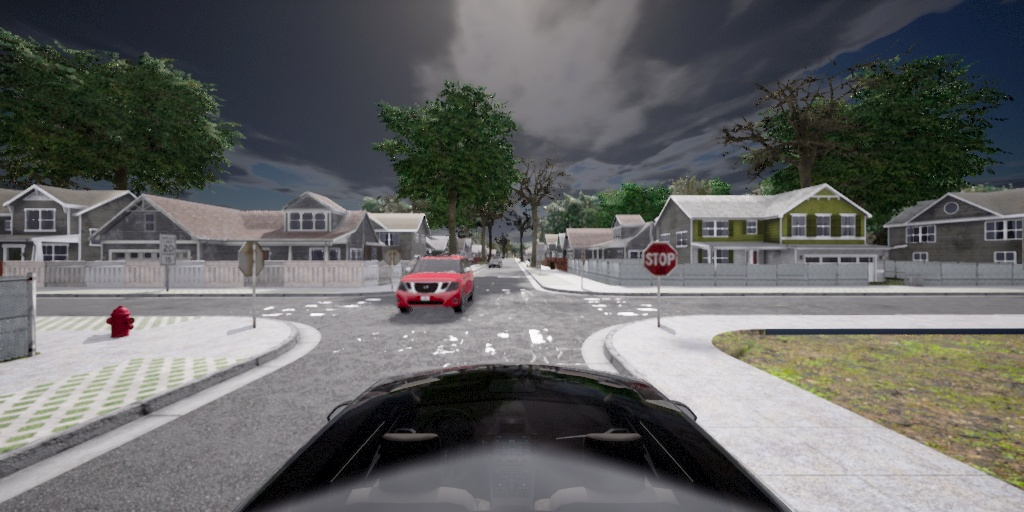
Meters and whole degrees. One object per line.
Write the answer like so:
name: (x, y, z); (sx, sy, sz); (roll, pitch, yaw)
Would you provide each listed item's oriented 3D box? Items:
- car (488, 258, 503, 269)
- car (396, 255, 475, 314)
car: (-2.726, 1.214, 56.231); (1.837, 1.490, 4.892); (0, 0, 0)
car: (-2.746, 0.983, 14.110); (2.150, 2.045, 5.566); (0, 0, 0)
